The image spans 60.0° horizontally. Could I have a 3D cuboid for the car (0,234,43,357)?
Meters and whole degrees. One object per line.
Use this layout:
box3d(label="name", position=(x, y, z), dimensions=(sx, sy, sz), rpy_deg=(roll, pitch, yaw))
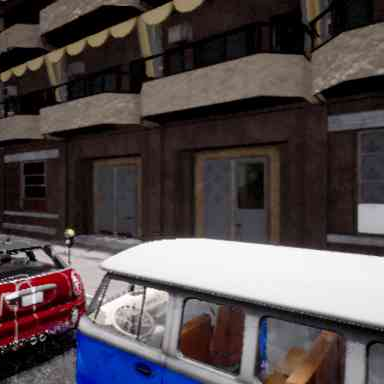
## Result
box3d(label="car", position=(-3.657, 1.413, 5.461), dimensions=(4.097, 1.590, 1.967), rpy_deg=(0, 0, 35))

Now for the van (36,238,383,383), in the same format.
box3d(label="van", position=(0.860, 1.335, 2.265), dimensions=(3.998, 1.788, 1.690), rpy_deg=(0, 0, 35))
